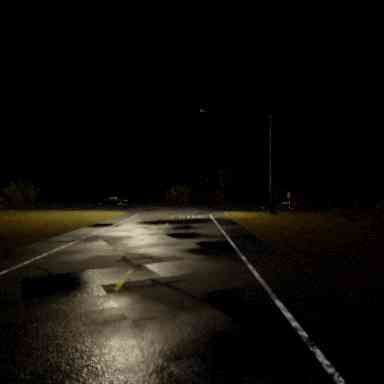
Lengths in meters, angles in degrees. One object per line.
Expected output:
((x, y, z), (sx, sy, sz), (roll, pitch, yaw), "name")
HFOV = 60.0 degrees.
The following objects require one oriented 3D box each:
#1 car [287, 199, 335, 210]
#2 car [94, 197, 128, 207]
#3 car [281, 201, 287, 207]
((15.592, 1.595, 43.172), (5.357, 1.411, 2.033), (0, 0, -2), "car")
((-12.036, 1.423, 49.441), (4.902, 1.511, 2.128), (0, 0, -2), "car")
((15.907, 1.645, 50.192), (4.718, 1.301, 1.895), (0, 0, -2), "car")
